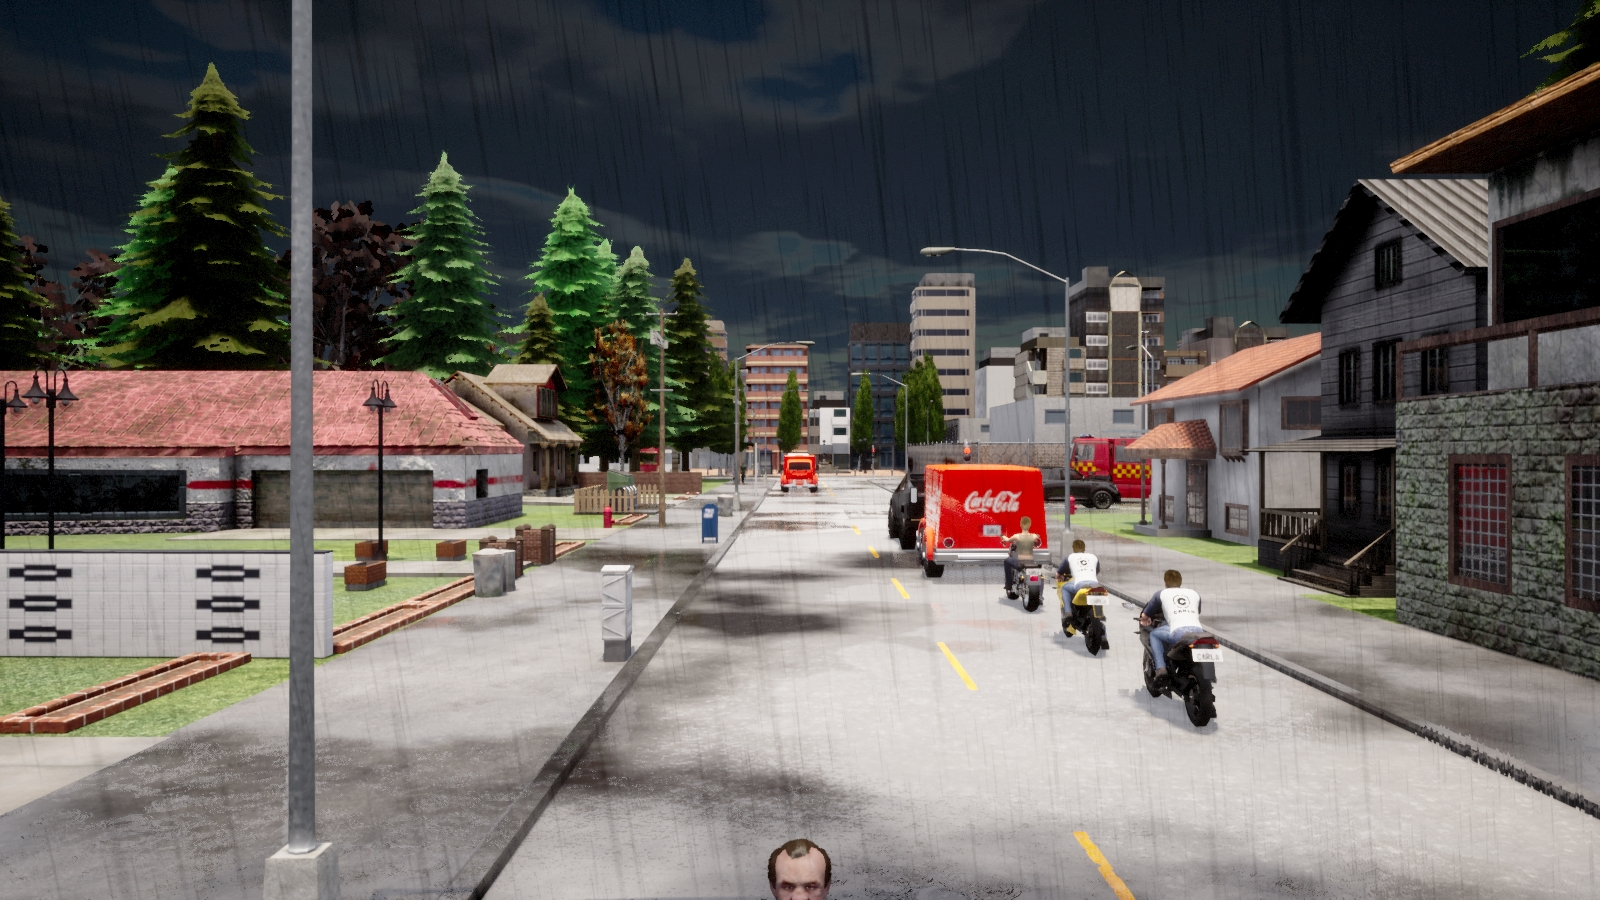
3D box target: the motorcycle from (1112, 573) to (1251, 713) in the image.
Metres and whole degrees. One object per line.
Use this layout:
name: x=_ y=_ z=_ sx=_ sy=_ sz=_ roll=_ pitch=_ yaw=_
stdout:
motorcycle: x=3.999 y=1.993 z=12.153 sx=0.803 sy=1.145 sz=2.033 roll=0 pitch=0 yaw=0

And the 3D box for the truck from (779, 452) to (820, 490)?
truck: x=-0.044 y=1.348 z=76.503 sx=2.627 sy=2.467 sz=5.204 roll=0 pitch=0 yaw=0

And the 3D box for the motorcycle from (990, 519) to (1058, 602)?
motorcycle: x=3.997 y=1.950 z=20.606 sx=0.764 sy=1.277 sz=2.356 roll=0 pitch=0 yaw=0

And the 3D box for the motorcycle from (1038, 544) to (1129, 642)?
motorcycle: x=3.995 y=1.993 z=16.270 sx=0.803 sy=1.145 sz=2.033 roll=0 pitch=0 yaw=0

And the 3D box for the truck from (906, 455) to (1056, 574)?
truck: x=3.998 y=1.348 z=26.317 sx=2.627 sy=2.467 sz=5.204 roll=0 pitch=0 yaw=0

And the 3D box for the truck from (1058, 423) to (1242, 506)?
truck: x=17.617 y=0.681 z=57.632 sx=8.468 sy=3.827 sz=2.891 roll=2 pitch=0 yaw=26

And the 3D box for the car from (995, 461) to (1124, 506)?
car: x=12.233 y=1.559 z=54.031 sx=5.566 sy=2.045 sz=2.150 roll=0 pitch=0 yaw=-3

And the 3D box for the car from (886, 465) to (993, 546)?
car: x=3.989 y=1.534 z=33.871 sx=2.390 sy=2.098 sz=6.274 roll=0 pitch=0 yaw=0
